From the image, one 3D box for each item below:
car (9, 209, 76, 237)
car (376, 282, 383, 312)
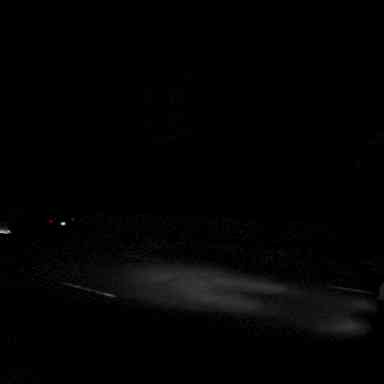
[{"bbox_3d":[-8.385,1.643,18.613,4.181,1.385,1.994,0,0,36],"label":"car"},{"bbox_3d":[5.240,1.600,4.548,4.718,1.301,1.895,0,0,36],"label":"car"}]
